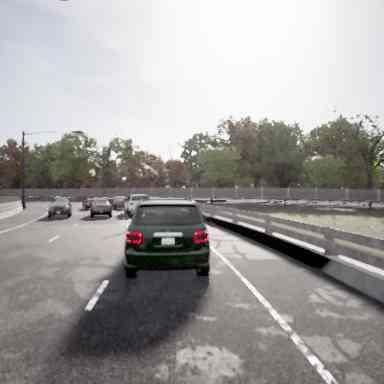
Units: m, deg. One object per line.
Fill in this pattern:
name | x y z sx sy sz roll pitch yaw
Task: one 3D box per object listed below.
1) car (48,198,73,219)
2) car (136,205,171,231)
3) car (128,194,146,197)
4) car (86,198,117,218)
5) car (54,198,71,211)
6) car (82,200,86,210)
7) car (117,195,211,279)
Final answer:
car | -11.813 1.555 29.959 1.812 1.442 4.674 0 0 -17
car | -2.639 1.617 21.960 1.895 1.301 4.718 0 0 -11
car | -5.467 1.248 33.101 2.150 2.045 5.566 0 0 -17
car | -8.507 1.518 31.036 2.128 1.511 4.902 0 0 -17
car | -16.714 1.547 42.738 1.837 1.490 4.892 0 0 -24
car | -13.262 1.640 43.620 1.895 1.301 4.718 0 0 -24
car | -0.786 1.227 10.217 2.150 2.045 5.566 0 0 -5
